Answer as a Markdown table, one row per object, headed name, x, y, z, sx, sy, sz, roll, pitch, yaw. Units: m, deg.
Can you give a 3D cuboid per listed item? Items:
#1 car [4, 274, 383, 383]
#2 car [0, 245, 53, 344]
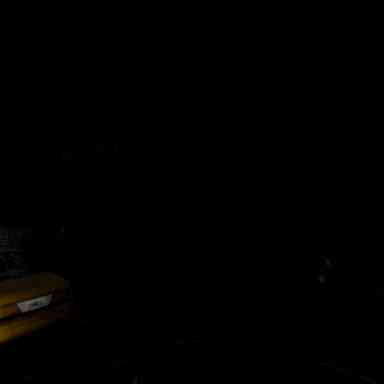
| name | x | y | z | sx | sy | sz | roll | pitch | yaw |
| --- | --- | --- | --- | --- | --- | --- | --- | --- | --- |
| car | 0.582 | 1.564 | 2.665 | 4.313 | 1.339 | 1.947 | 0 | 0 | 36 |
| car | -4.051 | 1.515 | 5.973 | 4.829 | 1.417 | 1.752 | 0 | 0 | 36 |
